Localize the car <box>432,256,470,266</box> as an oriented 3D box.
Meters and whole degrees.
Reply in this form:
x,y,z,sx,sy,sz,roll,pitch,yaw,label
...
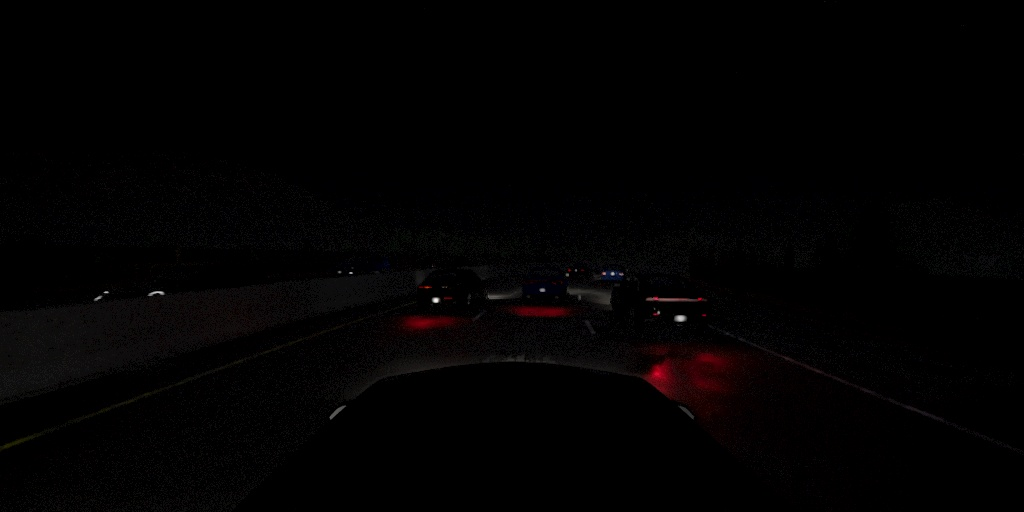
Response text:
x,y,z,sx,sy,sz,roll,pitch,yaw,label
-6.621,0.983,39.440,2.150,2.045,5.566,0,0,22,car

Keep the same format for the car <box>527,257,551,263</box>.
x,y,z,sx,sy,sz,roll,pitch,yaw,label
4.034,1.151,53.158,2.150,2.045,5.566,0,0,30,car

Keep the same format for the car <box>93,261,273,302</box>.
x,y,z,sx,sy,sz,roll,pitch,yaw,label
-9.905,1.066,11.303,2.097,1.767,4.553,0,0,6,car

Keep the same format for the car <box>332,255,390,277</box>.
x,y,z,sx,sy,sz,roll,pitch,yaw,label
-13.064,0.942,31.459,2.150,2.045,5.566,0,0,17,car

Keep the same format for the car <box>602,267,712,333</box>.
x,y,z,sx,sy,sz,roll,pitch,yaw,label
4.272,1.271,10.929,2.128,1.511,4.902,0,0,6,car

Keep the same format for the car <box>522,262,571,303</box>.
x,y,z,sx,sy,sz,roll,pitch,yaw,label
1.675,1.252,17.120,1.882,1.535,5.008,0,0,10,car

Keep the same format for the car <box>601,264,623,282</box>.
x,y,z,sx,sy,sz,roll,pitch,yaw,label
8.186,1.364,28.649,2.033,1.411,5.357,0,0,19,car

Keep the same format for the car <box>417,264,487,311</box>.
x,y,z,sx,sy,sz,roll,pitch,yaw,label
-2.278,1.258,14.645,1.837,1.490,4.892,0,0,8,car

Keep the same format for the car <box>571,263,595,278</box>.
x,y,z,sx,sy,sz,roll,pitch,yaw,label
6.738,1.362,34.773,2.033,1.411,5.357,0,0,22,car
